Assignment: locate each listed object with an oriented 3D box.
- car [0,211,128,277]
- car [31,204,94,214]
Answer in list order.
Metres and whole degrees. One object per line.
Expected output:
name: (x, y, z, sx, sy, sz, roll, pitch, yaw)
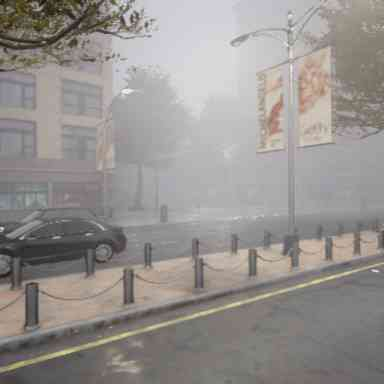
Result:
car: (-4.483, 1.568, 10.600, 4.892, 1.490, 1.837, 0, 0, -36)
car: (-5.978, 1.433, 13.838, 4.553, 1.767, 2.097, 0, 0, -36)
